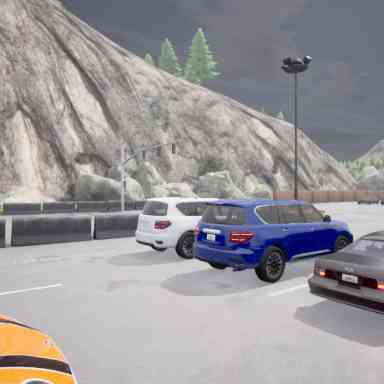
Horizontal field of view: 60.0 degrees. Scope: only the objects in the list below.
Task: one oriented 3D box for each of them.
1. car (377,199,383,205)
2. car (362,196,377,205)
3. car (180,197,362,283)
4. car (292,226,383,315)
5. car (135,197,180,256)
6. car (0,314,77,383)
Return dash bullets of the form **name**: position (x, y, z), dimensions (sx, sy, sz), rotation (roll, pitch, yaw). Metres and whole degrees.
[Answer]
- **car**: position (31.942, 1.385, 53.139), dimensions (4.181, 1.385, 1.994), rotation (0, 0, -36)
- **car**: position (29.524, 1.387, 55.701), dimensions (4.181, 1.385, 1.994), rotation (0, 0, -36)
- **car**: position (2.595, 1.221, 9.946), dimensions (5.566, 2.045, 2.150), rotation (0, 0, -38)
- **car**: position (4.783, 1.547, 7.236), dimensions (5.357, 1.411, 2.033), rotation (0, 0, -36)
- **car**: position (0.572, 1.221, 12.824), dimensions (5.566, 2.045, 2.150), rotation (0, 0, -36)
- **car**: position (-2.901, 1.350, 1.673), dimensions (4.553, 1.767, 2.097), rotation (0, 0, -36)
